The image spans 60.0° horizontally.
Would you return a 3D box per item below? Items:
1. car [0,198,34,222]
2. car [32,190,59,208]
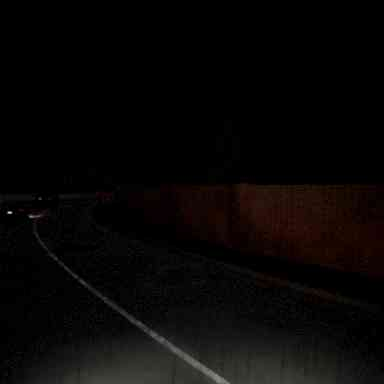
[{"bbox_3d":[-12.633,1.289,23.524,1.994,1.385,4.181,1,0,-23],"label":"car"},{"bbox_3d":[-17.674,0.836,40.245,2.150,2.045,5.566,1,0,-11],"label":"car"}]
